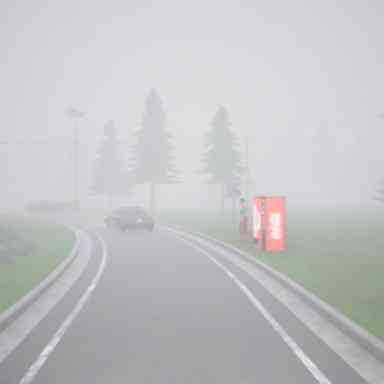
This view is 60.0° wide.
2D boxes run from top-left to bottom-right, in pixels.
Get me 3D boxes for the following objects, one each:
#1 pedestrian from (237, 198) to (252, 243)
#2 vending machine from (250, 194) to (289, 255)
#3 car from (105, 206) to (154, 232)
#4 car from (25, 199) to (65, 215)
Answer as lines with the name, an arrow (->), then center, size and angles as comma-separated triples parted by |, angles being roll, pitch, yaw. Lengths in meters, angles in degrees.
pedestrian -> 2.006, 1.082, 13.101 | 0.375, 1.860, 0.375 | 0, 0, -14
vending machine -> 2.804, 1.133, 12.150 | 1.100, 2.100, 0.880 | 0, 0, -12
car -> -3.820, 1.536, 19.899 | 1.994, 1.385, 4.181 | 0, 0, -28
car -> -14.829, 1.479, 33.464 | 5.008, 1.535, 1.882 | 0, -1, 36
